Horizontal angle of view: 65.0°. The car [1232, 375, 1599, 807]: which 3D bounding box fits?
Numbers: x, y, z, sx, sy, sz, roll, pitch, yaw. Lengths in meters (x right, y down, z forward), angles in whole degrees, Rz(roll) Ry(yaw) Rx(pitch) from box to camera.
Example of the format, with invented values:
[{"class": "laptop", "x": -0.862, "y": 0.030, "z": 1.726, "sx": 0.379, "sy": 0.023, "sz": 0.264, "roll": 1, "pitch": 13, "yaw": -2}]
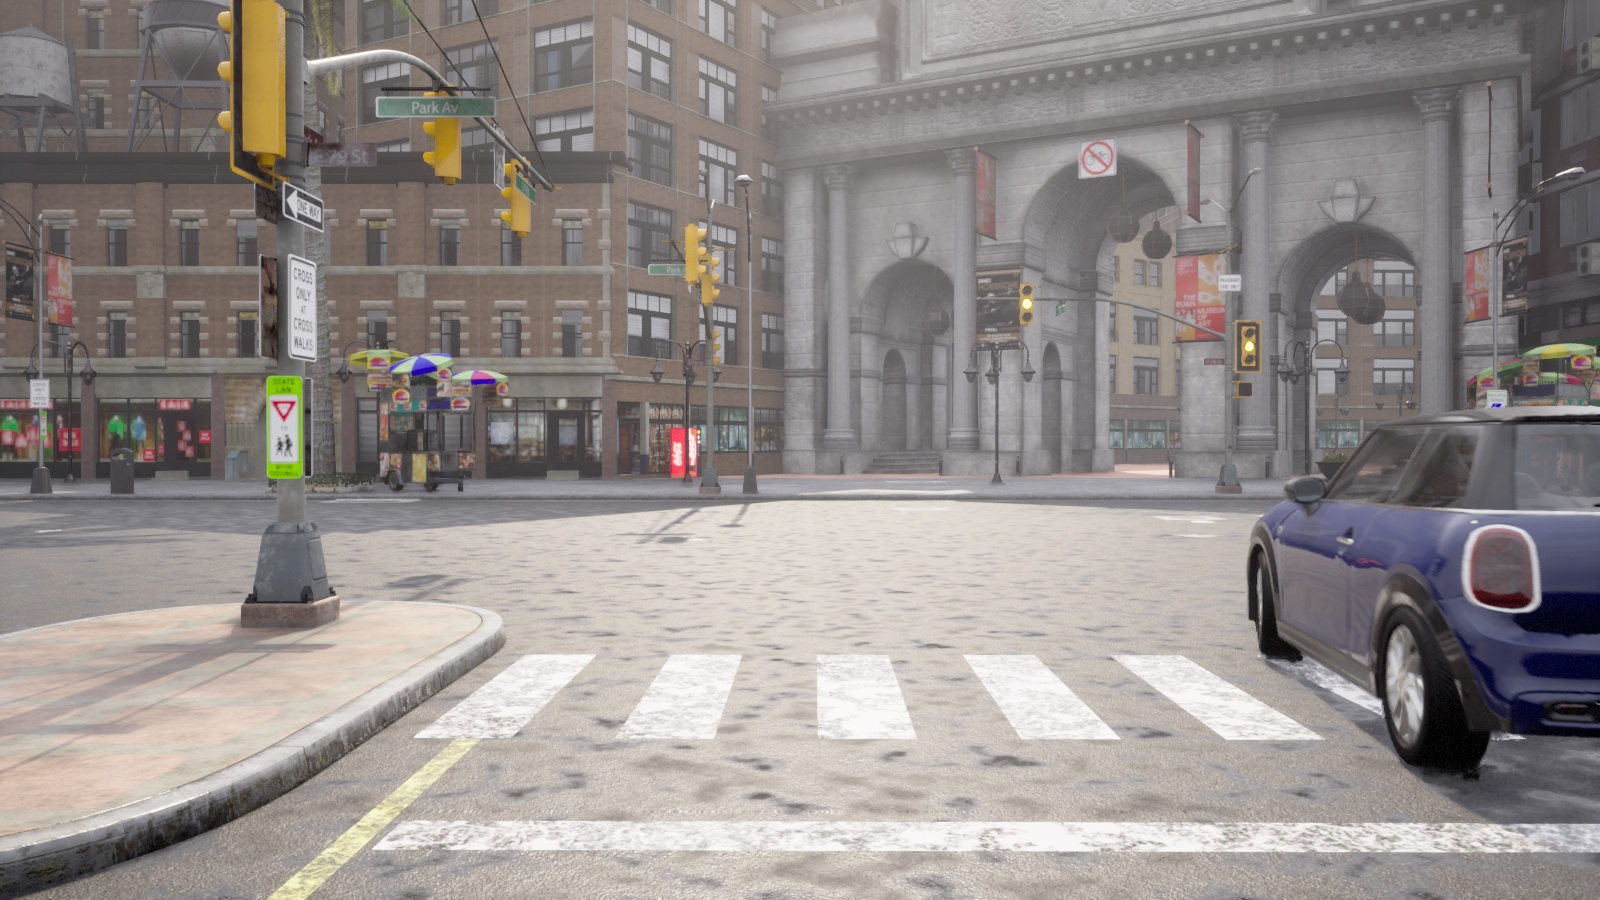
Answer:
[{"class": "car", "x": 4.044, "y": 0.567, "z": 7.317, "sx": 2.097, "sy": 1.767, "sz": 4.553, "roll": 0, "pitch": 0, "yaw": 9}]
